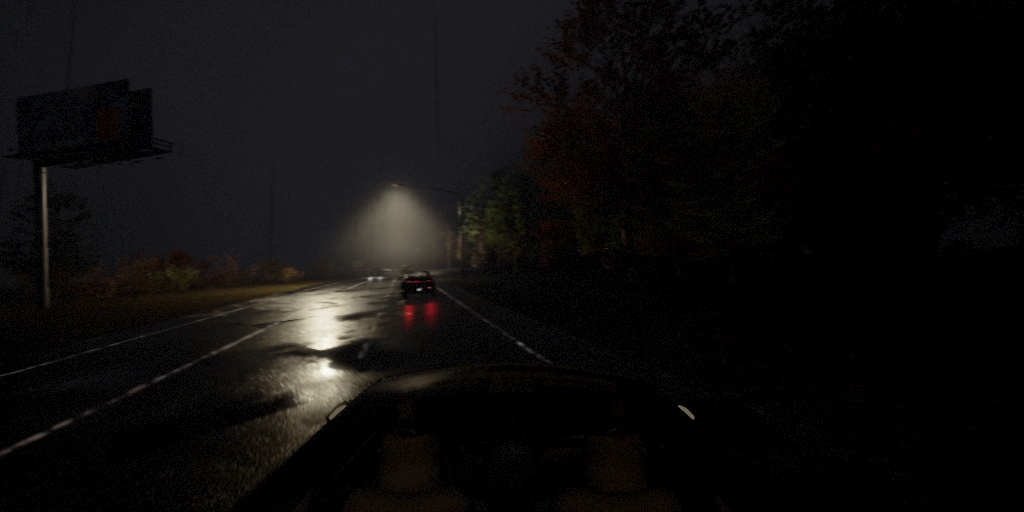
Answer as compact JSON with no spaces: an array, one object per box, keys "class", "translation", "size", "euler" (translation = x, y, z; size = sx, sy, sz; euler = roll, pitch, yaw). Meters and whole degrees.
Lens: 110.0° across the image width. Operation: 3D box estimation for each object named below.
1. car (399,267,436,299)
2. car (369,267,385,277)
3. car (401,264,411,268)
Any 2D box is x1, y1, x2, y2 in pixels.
[{"class":"car","translation":[-5.743,1.657,21.759],"size":[2.128,1.511,4.902],"euler":[-2,-1,-17]},{"class":"car","translation":[-22.127,2.660,58.965],"size":[1.837,1.490,4.892],"euler":[-2,0,-10]},{"class":"car","translation":[-17.858,2.476,61.345],"size":[1.882,1.535,5.008],"euler":[-2,-1,-17]}]
